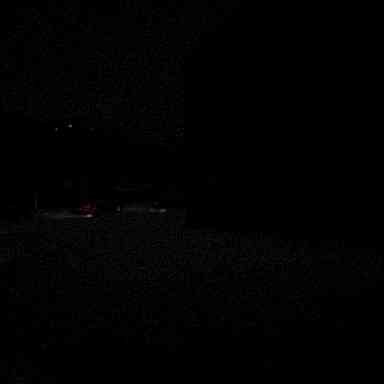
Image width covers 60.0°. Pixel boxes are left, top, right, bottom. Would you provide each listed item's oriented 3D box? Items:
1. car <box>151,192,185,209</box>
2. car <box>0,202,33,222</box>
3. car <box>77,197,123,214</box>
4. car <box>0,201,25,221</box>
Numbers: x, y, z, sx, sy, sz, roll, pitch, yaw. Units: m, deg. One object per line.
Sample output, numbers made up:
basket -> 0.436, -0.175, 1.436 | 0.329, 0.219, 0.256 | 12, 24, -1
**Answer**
car -> -2.825, 1.013, 42.812 | 2.150, 2.045, 5.566 | 0, 0, 36
car -> -13.550, 1.409, 22.882 | 2.128, 1.511, 4.902 | 0, 0, 36
car -> -9.237, 1.318, 33.823 | 1.882, 1.535, 5.008 | 0, 0, 35
car -> -15.312, 1.470, 25.292 | 1.994, 1.385, 4.181 | 0, 0, 35
